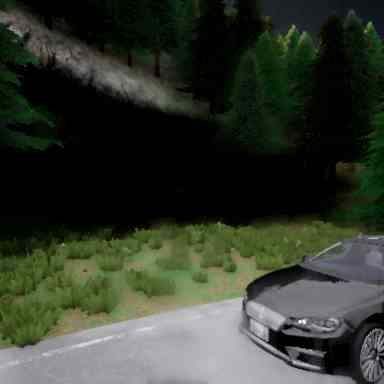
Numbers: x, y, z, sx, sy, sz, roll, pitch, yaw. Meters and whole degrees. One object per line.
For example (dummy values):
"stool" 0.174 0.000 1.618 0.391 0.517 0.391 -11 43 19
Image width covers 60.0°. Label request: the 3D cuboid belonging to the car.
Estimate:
"car" 3.062 1.491 5.304 4.902 1.511 2.128 0 0 -26
